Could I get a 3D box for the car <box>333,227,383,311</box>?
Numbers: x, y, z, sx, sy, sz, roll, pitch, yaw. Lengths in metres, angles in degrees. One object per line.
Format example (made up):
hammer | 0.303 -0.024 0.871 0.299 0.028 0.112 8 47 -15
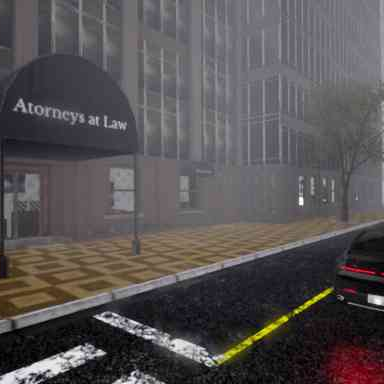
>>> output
car | 4.614 1.509 7.223 1.837 1.490 4.892 -1 0 41
